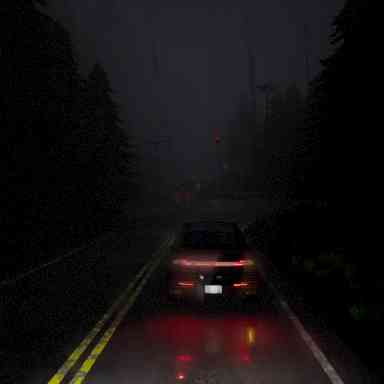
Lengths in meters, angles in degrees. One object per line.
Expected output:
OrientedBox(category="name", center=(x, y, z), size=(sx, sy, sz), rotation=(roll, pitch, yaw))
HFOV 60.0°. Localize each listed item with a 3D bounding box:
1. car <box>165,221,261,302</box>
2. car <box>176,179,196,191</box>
OrientedBox(category="car", center=(0.449, 1.466, 8.191), size=(2.128, 1.511, 4.902), rotation=(0, 0, 2))
OrientedBox(category="car", center=(-0.697, -1.068, 45.247), size=(1.812, 1.442, 4.674), rotation=(1, 9, 14))
